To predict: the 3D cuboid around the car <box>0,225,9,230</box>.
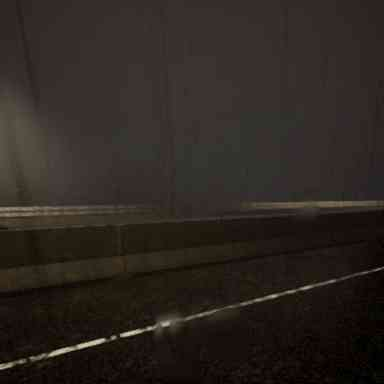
[{"bbox_3d":[-8.520,1.517,10.801,4.674,1.442,1.812,0,0,-35],"label":"car"}]
